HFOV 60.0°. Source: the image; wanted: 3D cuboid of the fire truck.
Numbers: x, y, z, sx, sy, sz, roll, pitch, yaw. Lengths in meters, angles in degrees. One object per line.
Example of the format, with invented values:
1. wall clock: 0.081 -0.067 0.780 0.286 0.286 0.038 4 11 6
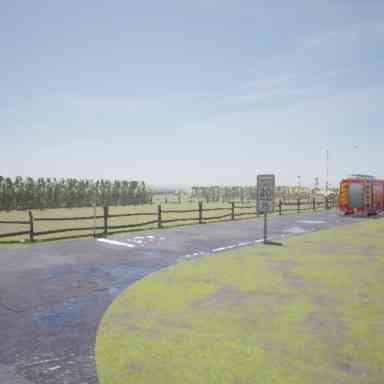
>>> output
1. fire truck: 17.447 0.271 32.788 2.891 3.827 8.468 1 1 43
